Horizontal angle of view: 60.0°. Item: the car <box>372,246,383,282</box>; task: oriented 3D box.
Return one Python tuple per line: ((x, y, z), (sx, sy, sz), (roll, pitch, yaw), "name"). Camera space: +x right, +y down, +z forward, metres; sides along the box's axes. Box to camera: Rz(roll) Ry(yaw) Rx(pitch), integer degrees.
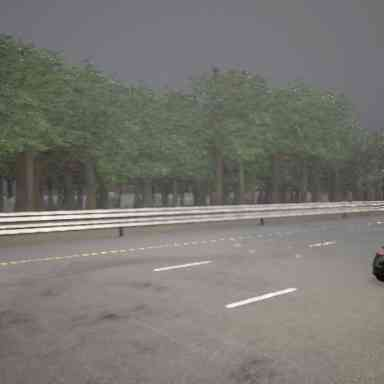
((6.459, 1.567, 8.483), (4.181, 1.385, 1.994), (0, 0, -36), "car")
